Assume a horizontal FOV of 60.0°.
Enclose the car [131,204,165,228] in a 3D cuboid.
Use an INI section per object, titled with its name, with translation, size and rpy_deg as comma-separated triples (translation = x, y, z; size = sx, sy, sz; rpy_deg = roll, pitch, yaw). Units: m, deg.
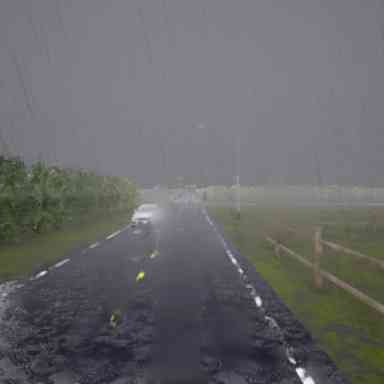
[car]
translation = -2.834, 1.532, 22.233
size = 1.812, 1.442, 4.674
rpy_deg = 0, 0, 0
